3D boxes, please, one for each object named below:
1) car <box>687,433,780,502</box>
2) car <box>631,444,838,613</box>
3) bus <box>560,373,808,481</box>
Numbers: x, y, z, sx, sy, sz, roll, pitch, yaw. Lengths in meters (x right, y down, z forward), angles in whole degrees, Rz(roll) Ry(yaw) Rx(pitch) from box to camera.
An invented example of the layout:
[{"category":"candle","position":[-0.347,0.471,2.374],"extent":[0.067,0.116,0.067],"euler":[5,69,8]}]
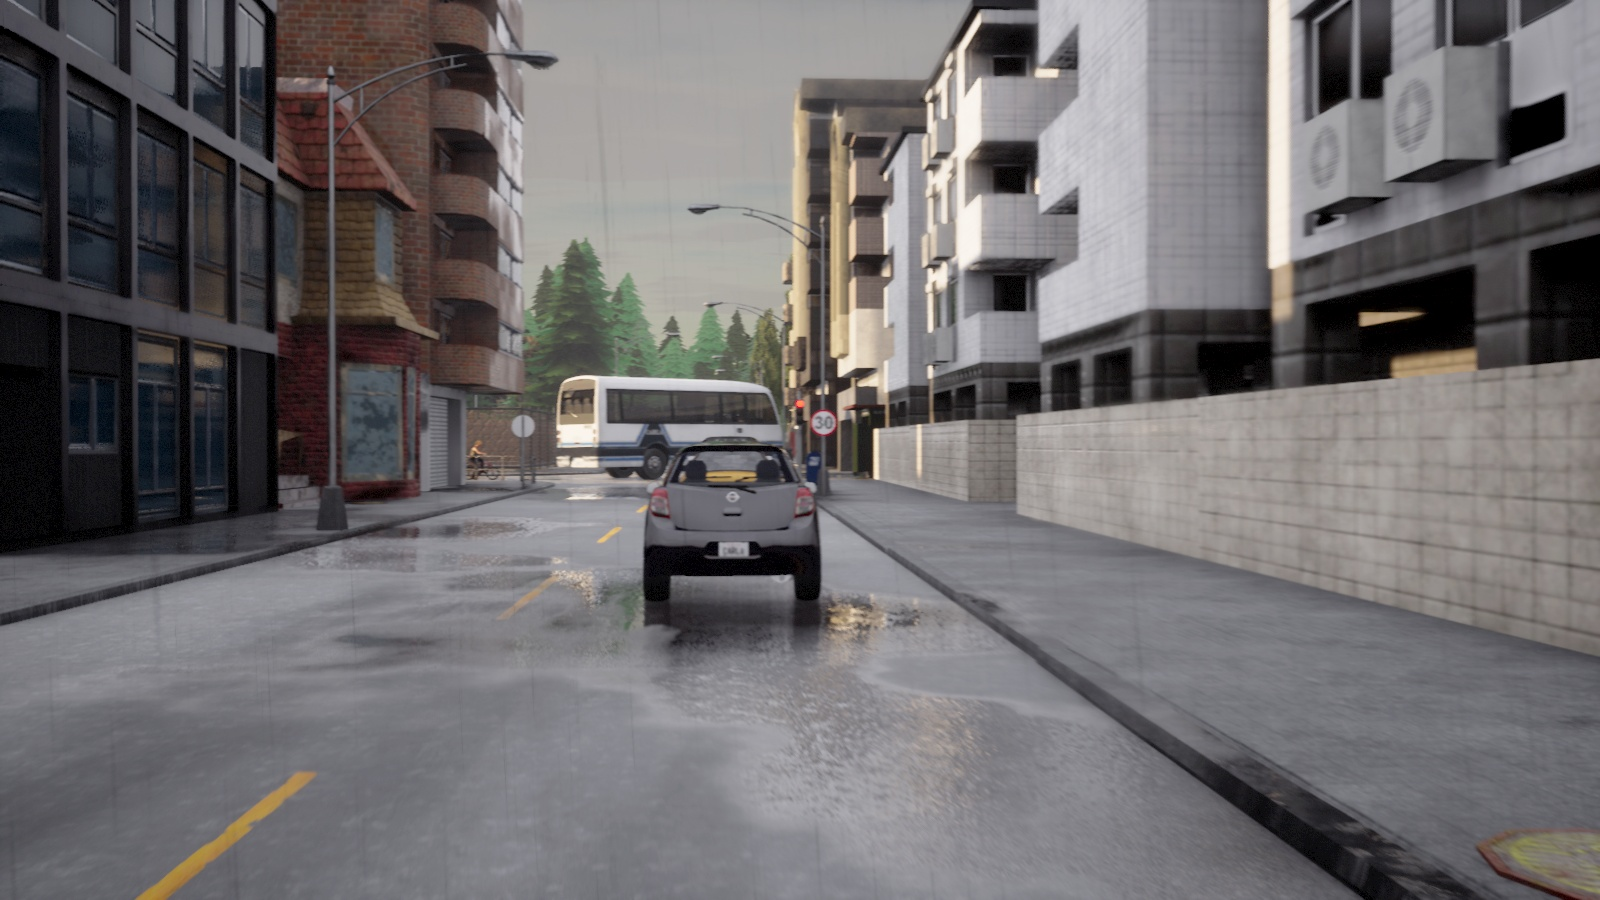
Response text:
[{"category":"car","position":[-1.728,0.406,32.486],"extent":[2.242,1.667,4.611],"euler":[0,0,-3]},{"category":"car","position":[-0.677,0.686,13.000],"extent":[1.845,1.501,3.633],"euler":[0,0,-3]},{"category":"bus","position":[-4.832,-0.947,54.349],"extent":[10.273,4.253,3.944],"euler":[-1,0,-41]}]
